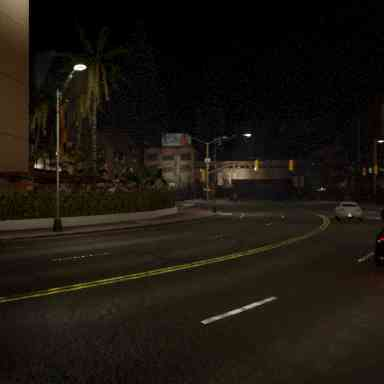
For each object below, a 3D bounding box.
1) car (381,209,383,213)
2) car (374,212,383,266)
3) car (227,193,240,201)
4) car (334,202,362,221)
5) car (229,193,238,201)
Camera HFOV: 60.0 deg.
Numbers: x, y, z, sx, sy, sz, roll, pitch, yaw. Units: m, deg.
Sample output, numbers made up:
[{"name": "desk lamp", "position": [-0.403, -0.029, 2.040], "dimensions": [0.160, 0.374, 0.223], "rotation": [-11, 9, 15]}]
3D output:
[{"name": "car", "position": [15.533, 1.552, 24.940], "dimensions": [1.994, 1.385, 4.181], "rotation": [0, 0, 22]}, {"name": "car", "position": [7.276, 1.500, 10.681], "dimensions": [1.837, 1.490, 4.892], "rotation": [1, 0, 40]}, {"name": "car", "position": [10.165, 1.419, 80.938], "dimensions": [2.097, 1.535, 5.008], "rotation": [0, 0, 7]}, {"name": "car", "position": [12.648, 1.510, 27.064], "dimensions": [1.812, 1.442, 4.674], "rotation": [0, 0, 21]}, {"name": "car", "position": [10.797, 1.289, 87.333], "dimensions": [2.185, 1.767, 4.553], "rotation": [0, 0, 7]}]
